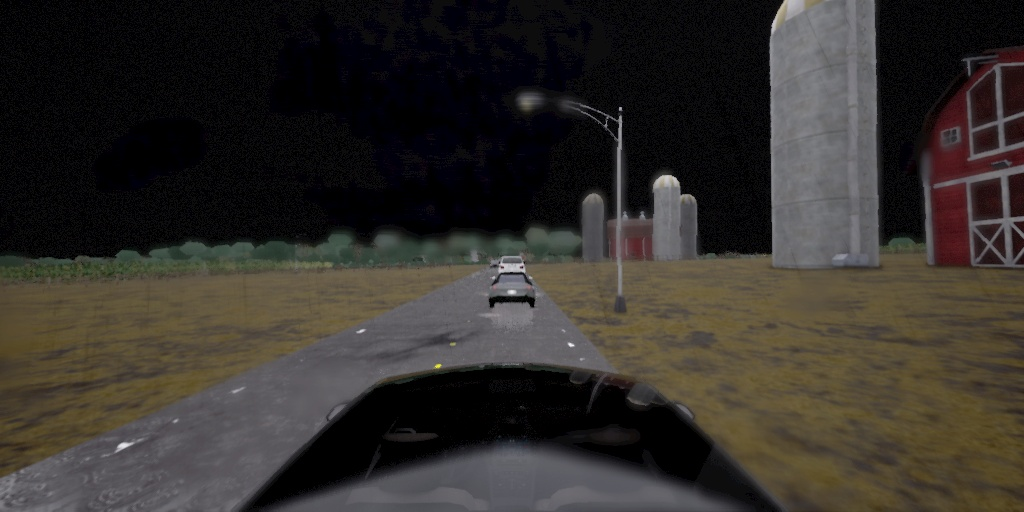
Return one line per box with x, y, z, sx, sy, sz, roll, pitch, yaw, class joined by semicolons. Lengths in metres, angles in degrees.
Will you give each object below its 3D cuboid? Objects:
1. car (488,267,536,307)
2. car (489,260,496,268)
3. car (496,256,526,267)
0.004;1.393;16.107;1.994;1.385;4.181;0;0;0;car
-2.756;1.394;60.302;1.837;1.490;4.892;0;-1;0;car
0.000;1.042;30.848;2.150;2.045;5.566;0;0;0;car
